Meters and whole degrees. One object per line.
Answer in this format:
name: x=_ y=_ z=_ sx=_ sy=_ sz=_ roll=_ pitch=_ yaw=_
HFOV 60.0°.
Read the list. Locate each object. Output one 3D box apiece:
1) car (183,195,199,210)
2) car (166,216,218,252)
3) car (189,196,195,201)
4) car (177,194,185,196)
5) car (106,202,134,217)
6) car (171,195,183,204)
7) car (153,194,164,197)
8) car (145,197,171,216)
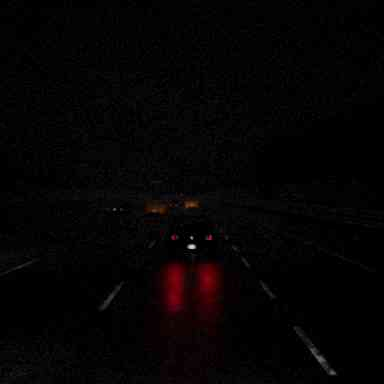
car: x=-0.013 y=1.618 z=46.208 sx=1.882 sy=1.535 sz=5.008 roll=0 pitch=0 yaw=0
car: x=-0.004 y=1.649 z=13.975 sx=1.895 sy=1.301 sz=4.718 roll=0 pitch=0 yaw=0
car: x=-0.028 y=1.914 z=95.447 sx=1.895 sy=1.301 sz=4.718 roll=0 pitch=0 yaw=0
car: x=-3.525 y=1.760 z=85.403 sx=1.882 sy=1.535 sz=5.008 roll=0 pitch=0 yaw=0
car: x=-7.011 y=1.646 z=32.689 sx=2.033 sy=1.411 sz=5.357 roll=0 pitch=0 yaw=0
car: x=-3.521 y=1.823 z=69.438 sx=1.895 sy=1.301 sz=4.718 roll=0 pitch=0 yaw=0
car: x=-7.020 y=1.447 z=69.485 sx=2.150 sy=2.045 sz=5.566 roll=0 pitch=0 yaw=0
car: x=-3.509 y=1.579 z=33.463 sx=1.882 sy=1.535 sz=5.008 roll=0 pitch=0 yaw=0
